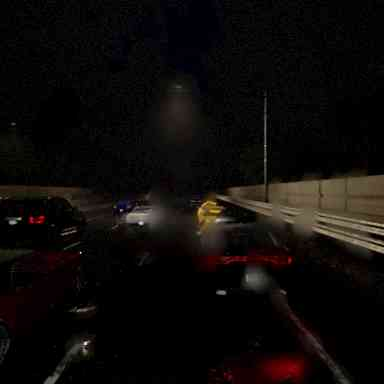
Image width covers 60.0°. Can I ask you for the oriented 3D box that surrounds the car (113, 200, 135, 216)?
[{"bbox_3d":[-6.476,1.516,32.902,1.812,1.442,4.674,0,0,1],"label":"car"}]

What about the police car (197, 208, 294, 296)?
[{"bbox_3d":[1.175,1.438,8.841,1.930,1.638,5.238,0,0,1],"label":"police car"}]

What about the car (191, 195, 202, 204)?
[{"bbox_3d":[0.764,1.342,60.074,1.837,1.490,4.892,0,0,1],"label":"car"}]

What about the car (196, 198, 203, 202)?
[{"bbox_3d":[1.376,1.462,24.918,1.801,1.575,5.366,0,0,1],"label":"car"}]

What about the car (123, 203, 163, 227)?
[{"bbox_3d":[-3.101,1.614,22.788,1.895,1.301,4.718,0,0,1],"label":"car"}]

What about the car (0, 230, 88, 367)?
[{"bbox_3d":[-3.317,1.613,5.534,1.895,1.301,4.718,0,0,1],"label":"car"}]

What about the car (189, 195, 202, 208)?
[{"bbox_3d":[0.602,1.411,45.830,2.128,1.511,4.902,0,0,1],"label":"car"}]

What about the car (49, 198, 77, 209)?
[{"bbox_3d":[-17.030,1.508,44.181,1.994,1.385,4.181,0,0,1],"label":"car"}]

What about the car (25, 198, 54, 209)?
[{"bbox_3d":[-20.519,1.506,45.024,1.994,1.385,4.181,0,0,1],"label":"car"}]

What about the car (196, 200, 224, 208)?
[{"bbox_3d":[1.301,1.470,18.919,1.801,1.575,5.366,0,0,1],"label":"car"}]

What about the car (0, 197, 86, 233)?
[{"bbox_3d":[-6.696,1.243,15.217,2.150,2.045,5.566,0,0,1],"label":"car"}]
